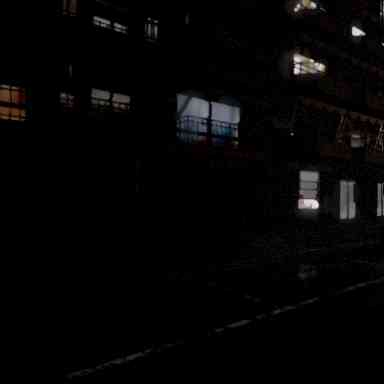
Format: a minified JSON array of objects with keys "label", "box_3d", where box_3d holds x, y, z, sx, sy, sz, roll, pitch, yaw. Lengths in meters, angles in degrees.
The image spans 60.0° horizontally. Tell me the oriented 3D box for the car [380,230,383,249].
[{"label":"car","box_3d":[9.145,1.564,13.068,4.313,1.339,1.947,0,1,-35]}]
